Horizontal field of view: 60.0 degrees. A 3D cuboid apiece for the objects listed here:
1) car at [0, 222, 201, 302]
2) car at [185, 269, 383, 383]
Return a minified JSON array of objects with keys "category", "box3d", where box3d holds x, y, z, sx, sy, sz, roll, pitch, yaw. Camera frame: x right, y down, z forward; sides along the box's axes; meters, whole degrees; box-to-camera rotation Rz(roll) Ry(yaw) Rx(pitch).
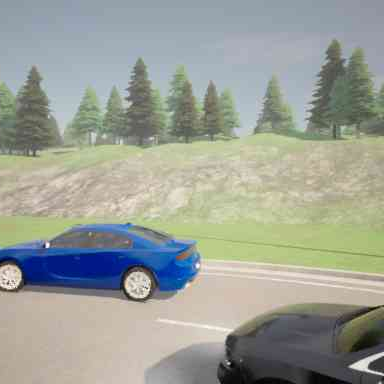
[{"category":"car","box3d":[-2.289,1.478,7.942,5.008,1.535,1.882,0,0,12]},{"category":"car","box3d":[2.452,1.500,2.401,4.892,1.490,1.837,-2,-1,39]}]
